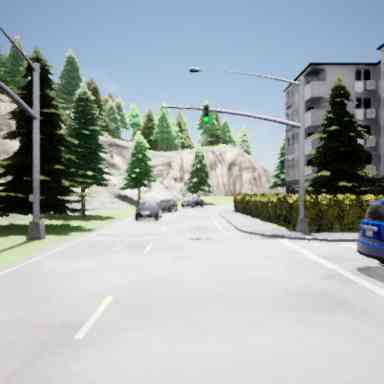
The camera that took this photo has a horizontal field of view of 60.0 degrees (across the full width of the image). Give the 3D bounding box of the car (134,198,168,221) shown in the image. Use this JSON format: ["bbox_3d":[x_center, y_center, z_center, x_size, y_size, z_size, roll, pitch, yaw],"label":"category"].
[{"bbox_3d":[-3.488,1.494,27.445,2.128,1.511,4.902,0,0,1],"label":"car"}]

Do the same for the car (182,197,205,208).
[{"bbox_3d":[0.143,1.495,47.419,2.128,1.511,4.902,0,0,28],"label":"car"}]

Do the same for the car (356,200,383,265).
[{"bbox_3d":[7.504,1.222,9.099,5.566,2.045,2.150,0,-1,-1],"label":"car"}]

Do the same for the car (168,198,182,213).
[{"bbox_3d":[-2.855,1.509,37.730,1.837,1.490,4.892,0,0,10],"label":"car"}]
